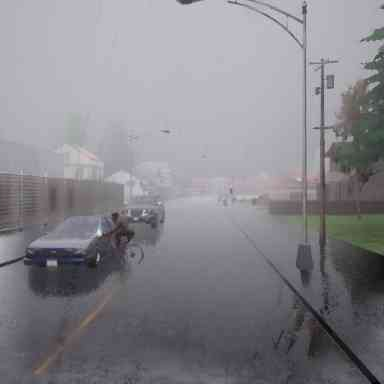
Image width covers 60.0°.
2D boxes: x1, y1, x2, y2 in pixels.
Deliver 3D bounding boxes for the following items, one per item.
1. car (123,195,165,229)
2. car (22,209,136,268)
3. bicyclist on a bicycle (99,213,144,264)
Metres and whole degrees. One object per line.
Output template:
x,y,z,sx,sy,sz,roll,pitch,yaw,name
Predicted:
-3.144,1.221,22.207,2.150,2.045,5.566,0,0,3,car
-3.655,1.545,11.636,2.033,1.411,5.357,0,0,3,car
-2.301,1.488,10.459,1.656,1.620,0.582,4,0,2,bicyclist on a bicycle
